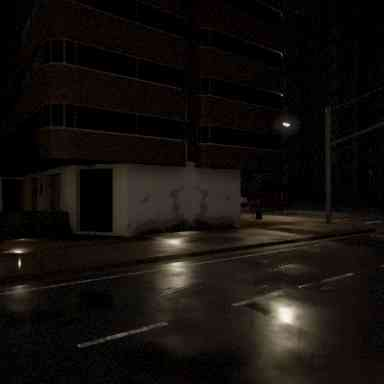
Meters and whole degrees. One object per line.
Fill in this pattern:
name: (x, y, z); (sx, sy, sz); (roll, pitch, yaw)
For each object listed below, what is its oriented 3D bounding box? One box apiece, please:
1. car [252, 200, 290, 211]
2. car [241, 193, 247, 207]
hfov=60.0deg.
car: (9.663, 1.601, 40.835); (1.895, 1.301, 4.718); (0, 0, -36)
car: (6.159, 1.222, 51.964); (2.150, 2.045, 5.566); (0, 0, -36)
